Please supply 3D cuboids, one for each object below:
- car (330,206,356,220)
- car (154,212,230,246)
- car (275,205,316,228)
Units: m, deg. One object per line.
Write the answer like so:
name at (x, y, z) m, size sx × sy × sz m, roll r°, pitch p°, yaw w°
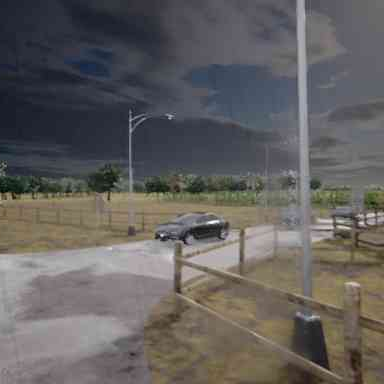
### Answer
car at (17.543, 2.374, 38.501) m, size 1.837 × 1.490 × 4.892 m, roll 0°, pitch -1°, yaw 41°
car at (0.134, 1.827, 17.423) m, size 1.837 × 1.490 × 4.892 m, roll 0°, pitch -1°, yaw 39°
car at (8.699, 1.922, 27.815) m, size 2.097 × 1.767 × 4.553 m, roll 0°, pitch -1°, yaw 40°
